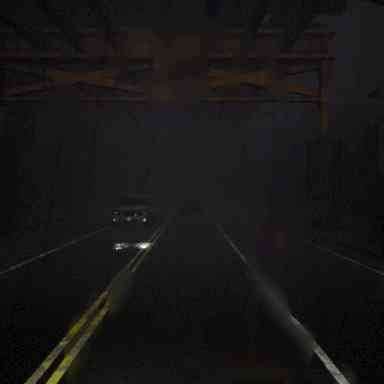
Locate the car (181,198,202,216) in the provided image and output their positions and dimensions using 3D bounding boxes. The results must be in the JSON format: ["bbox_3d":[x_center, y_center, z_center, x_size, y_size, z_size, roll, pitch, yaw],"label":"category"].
[{"bbox_3d":[-0.065,1.466,32.045,1.882,1.535,5.008,0,0,0],"label":"car"}]

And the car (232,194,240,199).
[{"bbox_3d":[12.825,0.986,83.443,4.974,1.542,2.038,0,1,-20],"label":"car"}]

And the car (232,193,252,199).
[{"bbox_3d":[13.130,0.938,87.603,4.974,1.542,2.038,0,1,25],"label":"car"}]

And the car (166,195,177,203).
[{"bbox_3d":[-3.885,1.254,62.458,1.882,1.535,5.008,0,1,0],"label":"car"}]

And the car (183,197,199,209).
[{"bbox_3d":[-0.134,1.486,45.168,2.033,1.411,5.357,0,0,0],"label":"car"}]

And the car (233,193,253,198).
[{"bbox_3d":[12.874,0.828,83.459,4.536,1.218,1.853,0,1,-20],"label":"car"}]

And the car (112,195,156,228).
[{"bbox_3d":[-3.714,1.216,22.219,2.150,2.045,5.566,0,0,0],"label":"car"}]

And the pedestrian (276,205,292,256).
[{"bbox_3d":[3.156,1.291,11.609,0.375,1.860,0.375,-1,1,0],"label":"pedestrian"}]
